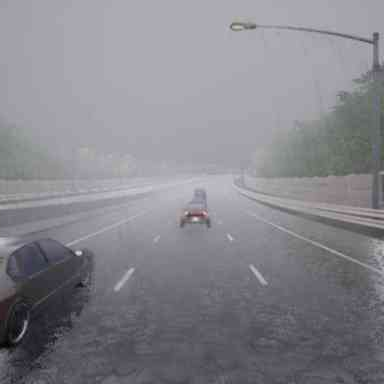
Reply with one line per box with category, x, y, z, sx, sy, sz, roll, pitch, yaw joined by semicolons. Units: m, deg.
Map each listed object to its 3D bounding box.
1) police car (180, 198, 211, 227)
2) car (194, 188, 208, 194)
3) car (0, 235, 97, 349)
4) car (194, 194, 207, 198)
police car;0.245;1.442;22.382;2.038;1.542;4.974;0;1;1
car;1.431;0.365;56.291;2.150;2.045;5.566;0;2;3
car;-3.382;1.531;6.166;2.033;1.411;5.357;0;0;0
car;0.727;1.260;38.235;1.994;1.385;4.181;0;1;2
